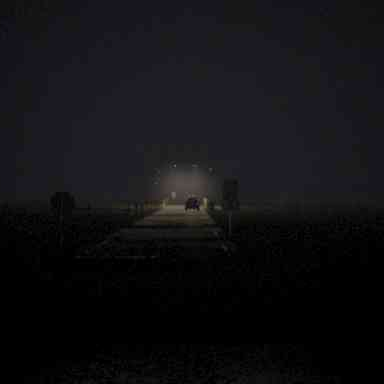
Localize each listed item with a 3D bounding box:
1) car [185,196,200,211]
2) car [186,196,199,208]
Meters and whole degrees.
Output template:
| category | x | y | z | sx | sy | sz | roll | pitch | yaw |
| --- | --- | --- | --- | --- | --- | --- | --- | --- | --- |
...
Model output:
| category | x | y | z | sx | sy | sz | roll | pitch | yaw |
| --- | --- | --- | --- | --- | --- | --- | --- | --- | --- |
| car | 0.035 | 1.706 | 47.161 | 2.097 | 1.767 | 4.553 | 0 | 0 | 0 |
| car | 0.041 | 1.652 | 57.228 | 2.150 | 2.045 | 5.566 | 0 | 0 | 0 |
